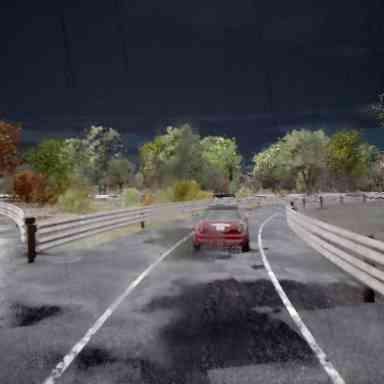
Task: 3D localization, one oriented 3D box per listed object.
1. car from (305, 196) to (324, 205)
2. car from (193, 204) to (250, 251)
[{"bbox_3d":[20.223,1.383,55.059,1.895,1.301,4.718,0,0,44],"label":"car"},{"bbox_3d":[1.381,1.345,14.267,2.097,1.767,4.553,-1,0,9],"label":"car"}]
